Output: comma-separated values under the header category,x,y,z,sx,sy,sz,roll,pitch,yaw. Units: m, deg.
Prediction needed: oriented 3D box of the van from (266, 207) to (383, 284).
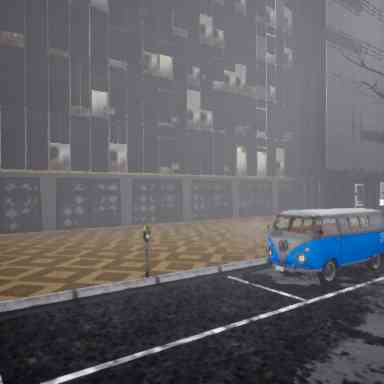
category,x,y,z,sx,sy,sz,roll,pitch,yaw
van,3.833,1.339,9.302,3.998,1.788,1.690,0,0,-35
